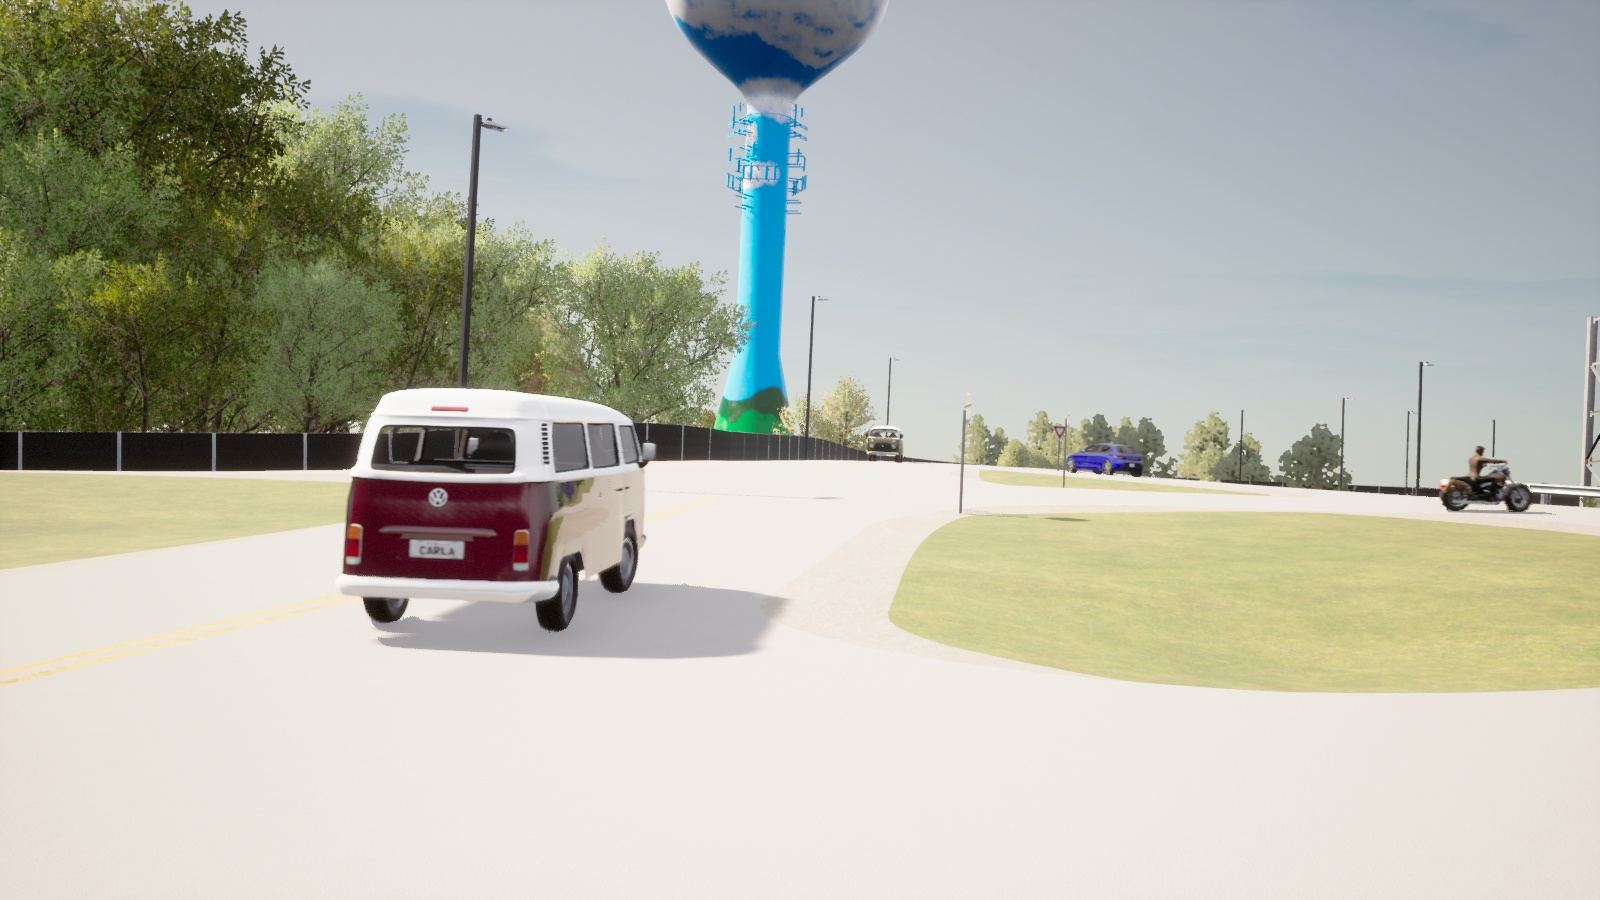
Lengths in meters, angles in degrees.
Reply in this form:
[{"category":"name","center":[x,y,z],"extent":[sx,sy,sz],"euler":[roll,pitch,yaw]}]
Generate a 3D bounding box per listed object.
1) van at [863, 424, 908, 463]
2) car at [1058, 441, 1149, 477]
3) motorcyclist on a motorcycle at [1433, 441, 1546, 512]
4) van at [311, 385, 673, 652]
[{"category":"van","center":[4.823,-0.347,70.504],"extent":[2.069,2.038,4.480],"euler":[2,0,9]},{"category":"car","center":[13.967,0.373,57.991],"extent":[1.816,1.474,4.193],"euler":[3,0,-24]},{"category":"motorcyclist on a motorcycle","center":[16.682,0.640,30.405],"extent":[2.350,1.649,0.766],"euler":[1,0,-6]},{"category":"van","center":[-2.664,0.490,12.102],"extent":[2.069,2.038,4.480],"euler":[1,1,4]}]
